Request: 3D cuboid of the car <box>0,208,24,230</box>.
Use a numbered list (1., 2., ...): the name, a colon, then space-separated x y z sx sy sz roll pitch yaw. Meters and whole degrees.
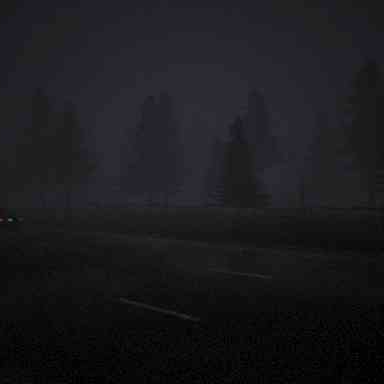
1. car: -13.121 1.780 21.822 5.357 1.411 2.033 -1 0 36
